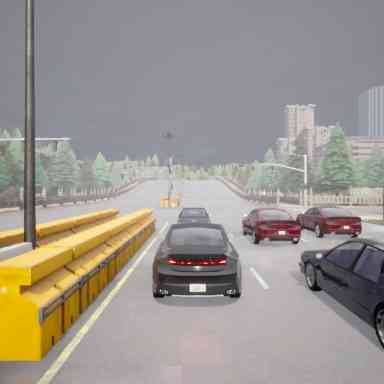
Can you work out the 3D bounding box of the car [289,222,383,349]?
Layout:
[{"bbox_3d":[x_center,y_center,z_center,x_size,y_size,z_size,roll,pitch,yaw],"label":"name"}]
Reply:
[{"bbox_3d":[3.592,1.547,5.945,2.033,1.411,5.357,0,0,0],"label":"car"}]

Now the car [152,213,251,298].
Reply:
[{"bbox_3d":[0.099,1.505,8.501,1.837,1.490,4.892,0,0,0],"label":"car"}]

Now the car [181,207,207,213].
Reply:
[{"bbox_3d":[0.091,1.547,18.232,2.033,1.411,5.357,0,0,0],"label":"car"}]

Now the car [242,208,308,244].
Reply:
[{"bbox_3d":[3.593,1.478,15.770,1.882,1.535,5.008,0,0,0],"label":"car"}]

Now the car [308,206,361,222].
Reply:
[{"bbox_3d":[7.091,1.478,17.758,1.882,1.535,5.008,0,0,0],"label":"car"}]
